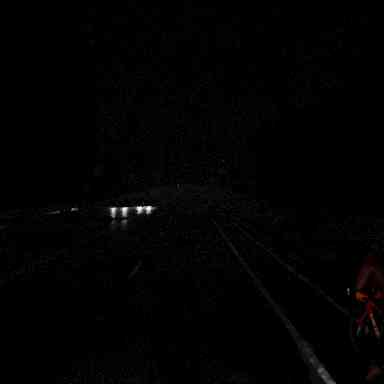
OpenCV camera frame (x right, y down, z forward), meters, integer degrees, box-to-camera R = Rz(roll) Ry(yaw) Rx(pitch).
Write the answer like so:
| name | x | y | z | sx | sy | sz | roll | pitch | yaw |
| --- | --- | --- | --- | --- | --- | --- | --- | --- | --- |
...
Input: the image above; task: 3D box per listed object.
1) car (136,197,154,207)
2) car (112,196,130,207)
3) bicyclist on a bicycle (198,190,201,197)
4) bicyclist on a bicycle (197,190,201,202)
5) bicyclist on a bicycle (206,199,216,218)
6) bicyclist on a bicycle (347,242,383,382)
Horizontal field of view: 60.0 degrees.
| name | x | y | z | sx | sy | sz | roll | pitch | yaw |
| --- | --- | --- | --- | --- | --- | --- | --- | --- | --- |
| car | -6.552 | 1.336 | 46.801 | 1.994 | 1.385 | 4.181 | 0 | 0 | 1 |
| car | -9.805 | 1.301 | 46.270 | 1.812 | 1.442 | 4.674 | 0 | 0 | 1 |
| bicyclist on a bicycle | 2.094 | 0.388 | 91.951 | 0.659 | 1.776 | 1.843 | 0 | 2 | 1 |
| bicyclist on a bicycle | 1.350 | 0.973 | 59.571 | 0.866 | 1.612 | 1.509 | -8 | 0 | 9 |
| bicyclist on a bicycle | 1.571 | 1.352 | 27.676 | 0.866 | 1.612 | 1.509 | -5 | 0 | 7 |
| bicyclist on a bicycle | 2.266 | 1.448 | 3.958 | 0.582 | 1.620 | 1.656 | 0 | 0 | 0 |
